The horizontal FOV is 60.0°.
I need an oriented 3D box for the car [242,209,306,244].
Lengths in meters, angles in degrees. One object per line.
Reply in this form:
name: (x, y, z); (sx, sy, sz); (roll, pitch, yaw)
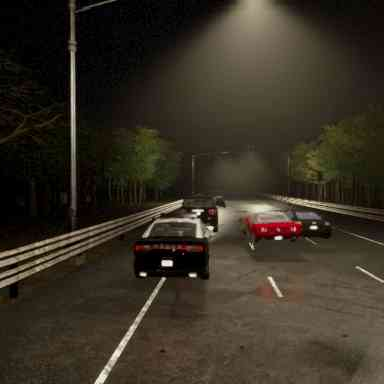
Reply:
car: (3.572, 1.589, 15.811); (1.895, 1.301, 4.718); (-3, 0, 1)

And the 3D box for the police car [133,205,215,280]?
police car: (-0.380, 1.423, 10.159); (1.930, 1.638, 5.238); (0, 0, 4)

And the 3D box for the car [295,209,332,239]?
car: (5.468, 1.573, 17.171); (1.994, 1.385, 4.181); (1, 1, -2)

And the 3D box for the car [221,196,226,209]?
car: (3.762, 1.538, 46.419); (2.033, 1.411, 5.357); (0, 0, 5)

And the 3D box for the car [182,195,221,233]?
car: (0.507, 1.219, 20.032); (2.150, 2.045, 5.566); (0, 0, 5)

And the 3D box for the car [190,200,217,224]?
car: (0.990, 1.473, 25.984); (1.882, 1.535, 5.008); (0, 0, 5)

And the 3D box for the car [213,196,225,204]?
car: (5.211, 1.478, 64.245); (2.128, 1.511, 4.902); (0, 0, 5)
